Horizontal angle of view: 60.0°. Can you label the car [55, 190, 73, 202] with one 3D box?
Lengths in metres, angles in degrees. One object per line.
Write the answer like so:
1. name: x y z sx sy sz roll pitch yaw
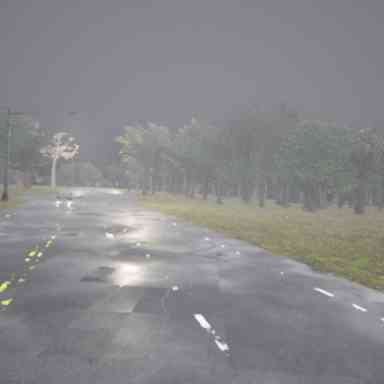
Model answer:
1. car: -17.169 0.431 44.930 1.812 1.442 4.674 3 1 -16
